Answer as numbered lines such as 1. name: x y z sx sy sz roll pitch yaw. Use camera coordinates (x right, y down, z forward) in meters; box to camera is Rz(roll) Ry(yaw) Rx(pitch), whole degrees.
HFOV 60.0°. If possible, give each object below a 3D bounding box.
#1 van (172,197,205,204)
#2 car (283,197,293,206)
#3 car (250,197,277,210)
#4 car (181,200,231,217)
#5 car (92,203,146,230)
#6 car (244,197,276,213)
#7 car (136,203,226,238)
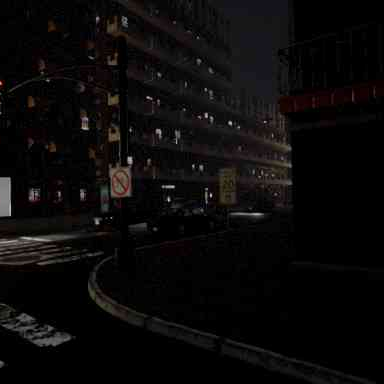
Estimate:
1. van: -0.282 1.365 30.401 1.690 1.788 3.998 -1 -1 36
2. car: 15.894 1.496 52.867 1.752 1.417 4.829 -1 -1 36
3. car: 9.483 1.431 43.964 1.967 1.590 4.097 -1 -1 36
4. car: 1.451 1.574 28.583 1.895 1.301 4.718 -1 -1 36
5. car: -4.018 1.487 21.006 2.128 1.511 4.902 -1 -1 35
6. car: 7.509 1.478 36.984 1.812 1.442 4.674 -1 -1 36
7. car: -0.391 1.435 16.756 2.008 1.369 4.403 -1 -1 36
